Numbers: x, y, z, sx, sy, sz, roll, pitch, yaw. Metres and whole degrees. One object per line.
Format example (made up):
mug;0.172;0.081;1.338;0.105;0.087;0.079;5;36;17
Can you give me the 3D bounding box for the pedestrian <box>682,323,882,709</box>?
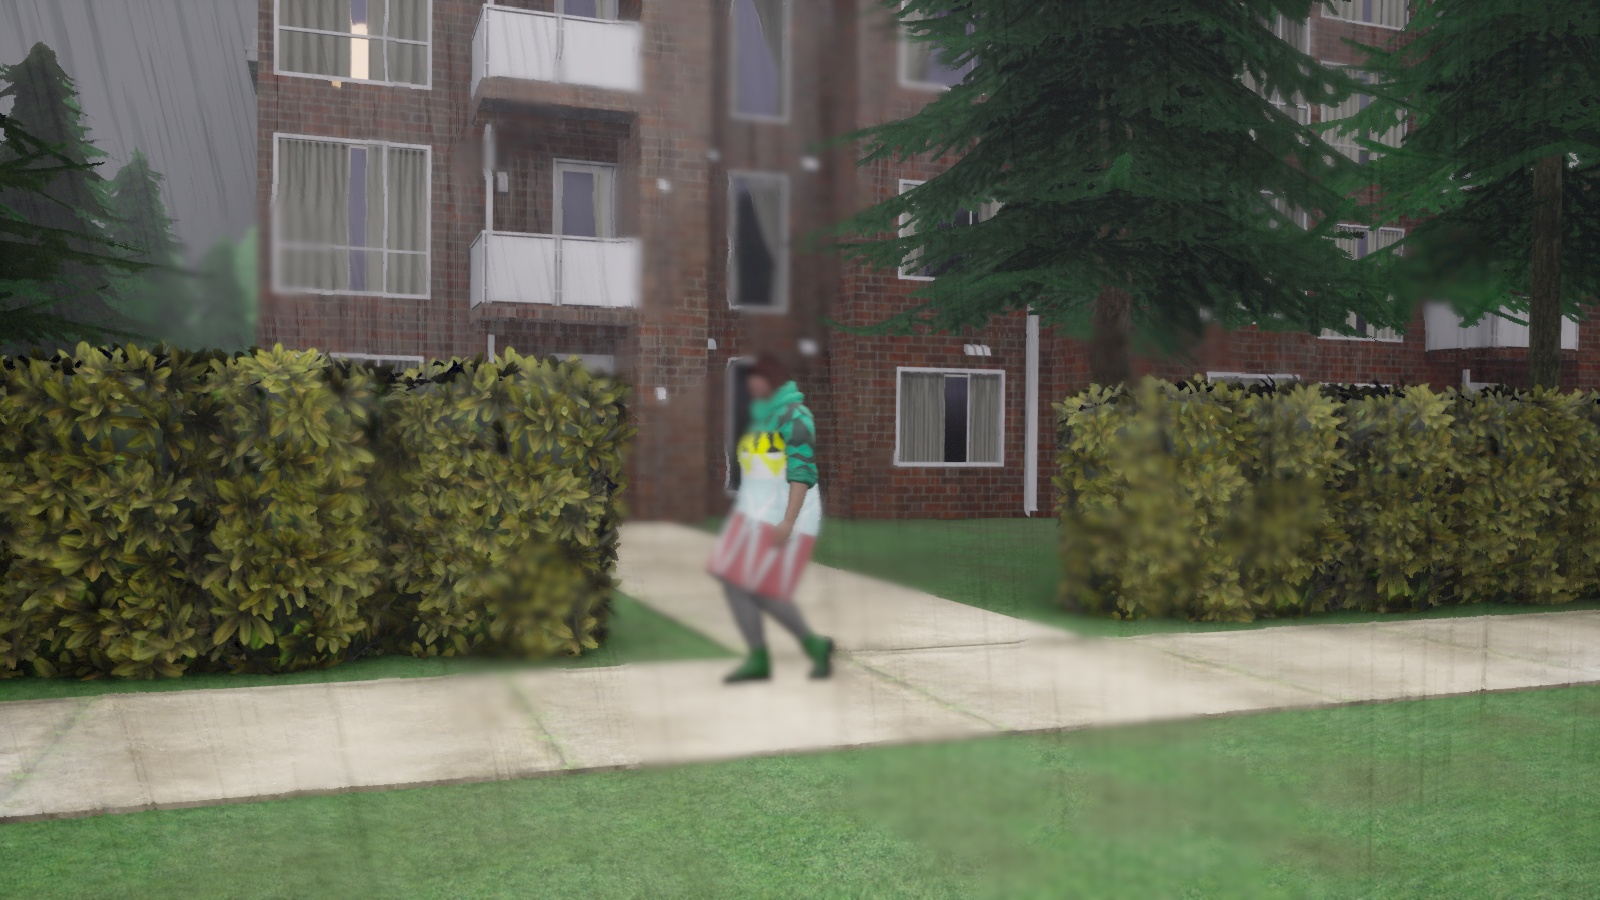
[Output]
pedestrian;-0.104;0.327;6.832;0.873;1.952;0.659;-1;1;-25
